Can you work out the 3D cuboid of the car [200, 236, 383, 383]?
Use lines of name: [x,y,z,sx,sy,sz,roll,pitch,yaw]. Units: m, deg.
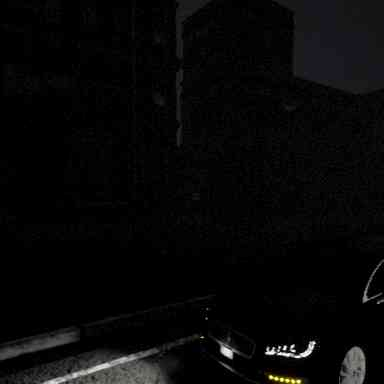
car: [2.357,1.503,5.059,4.892,1.490,1.837,0,0,-35]
